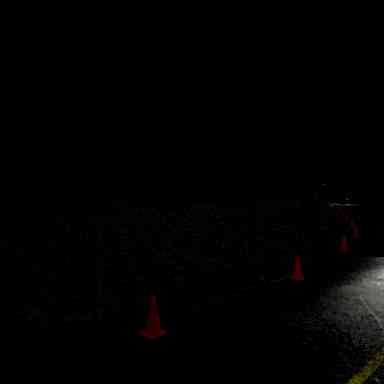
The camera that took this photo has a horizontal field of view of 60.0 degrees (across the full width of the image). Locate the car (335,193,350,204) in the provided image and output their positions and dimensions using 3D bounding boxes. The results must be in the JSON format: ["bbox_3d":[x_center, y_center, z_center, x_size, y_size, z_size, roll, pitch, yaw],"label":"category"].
[{"bbox_3d":[23.761,1.013,52.660,1.837,1.490,4.892,0,1,21],"label":"car"}]

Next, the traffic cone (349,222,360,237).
[{"bbox_3d":[7.982,1.874,16.189,0.340,0.580,0.340,0,1,27],"label":"traffic cone"}]

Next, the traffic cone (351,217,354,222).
[{"bbox_3d":[9.885,1.842,20.504,0.340,0.580,0.340,0,1,21],"label":"traffic cone"}]

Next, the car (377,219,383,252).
[{"bbox_3d":[8.421,1.435,12.891,2.128,1.511,4.902,0,0,31],"label":"car"}]

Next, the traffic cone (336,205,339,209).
[{"bbox_3d":[15.351,1.712,34.473,0.340,0.580,0.340,0,1,21],"label":"traffic cone"}]

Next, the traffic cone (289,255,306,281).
[{"bbox_3d":[2.706,1.925,8.536,0.340,0.580,0.340,0,0,42],"label":"traffic cone"}]

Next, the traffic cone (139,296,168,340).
[{"bbox_3d":[-0.610,1.947,5.267,0.340,0.580,0.340,0,0,-41],"label":"traffic cone"}]
